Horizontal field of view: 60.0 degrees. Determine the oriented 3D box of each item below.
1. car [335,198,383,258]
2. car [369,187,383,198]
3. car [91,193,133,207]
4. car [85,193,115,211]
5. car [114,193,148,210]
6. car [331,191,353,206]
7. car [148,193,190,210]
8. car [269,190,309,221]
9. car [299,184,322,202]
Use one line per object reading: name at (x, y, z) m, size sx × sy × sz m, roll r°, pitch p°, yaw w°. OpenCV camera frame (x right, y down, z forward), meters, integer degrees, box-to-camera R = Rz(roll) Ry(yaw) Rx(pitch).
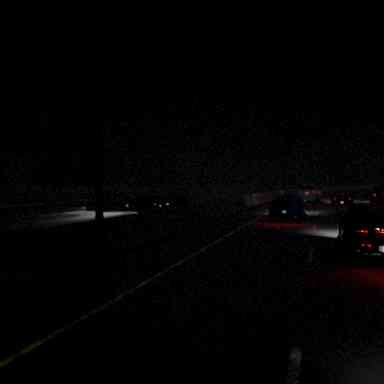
car at (5.853, 1.145, 10.793) m, size 1.837 × 1.490 × 4.892 m, roll -1°, pitch 1°, yaw 21°
car at (18.339, 0.263, 32.033) m, size 2.097 × 1.767 × 4.553 m, roll -1°, pitch 1°, yaw 25°
car at (-9.320, 0.877, 39.216) m, size 2.033 × 1.411 × 5.357 m, roll -1°, pitch 1°, yaw 24°
car at (-8.365, 0.985, 32.437) m, size 1.812 × 1.442 × 4.674 m, roll -1°, pitch 1°, yaw 22°
car at (-4.841, 0.891, 31.809) m, size 2.128 × 1.511 × 4.902 m, roll -1°, pitch 1°, yaw 22°
car at (14.511, 0.589, 32.126) m, size 1.895 × 1.301 × 4.718 m, roll -1°, pitch 1°, yaw 24°
car at (-1.742, 0.876, 30.149) m, size 1.837 × 1.490 × 4.892 m, roll -1°, pitch 1°, yaw 22°
car at (6.121, 0.885, 21.100) m, size 1.882 × 1.535 × 5.008 m, roll -1°, pitch 2°, yaw 21°
car at (13.581, 0.094, 38.340) m, size 2.150 × 2.045 × 5.566 m, roll -1°, pitch 2°, yaw 25°
